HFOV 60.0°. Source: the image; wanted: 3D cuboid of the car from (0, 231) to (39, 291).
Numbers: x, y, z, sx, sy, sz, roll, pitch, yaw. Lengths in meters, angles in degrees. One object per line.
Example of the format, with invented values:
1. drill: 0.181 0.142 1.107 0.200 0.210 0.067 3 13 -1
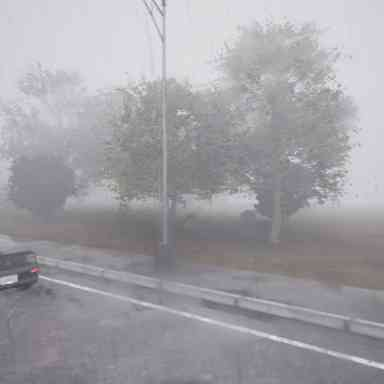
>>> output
1. car: -5.409 1.524 7.738 4.674 1.442 1.812 0 0 35
